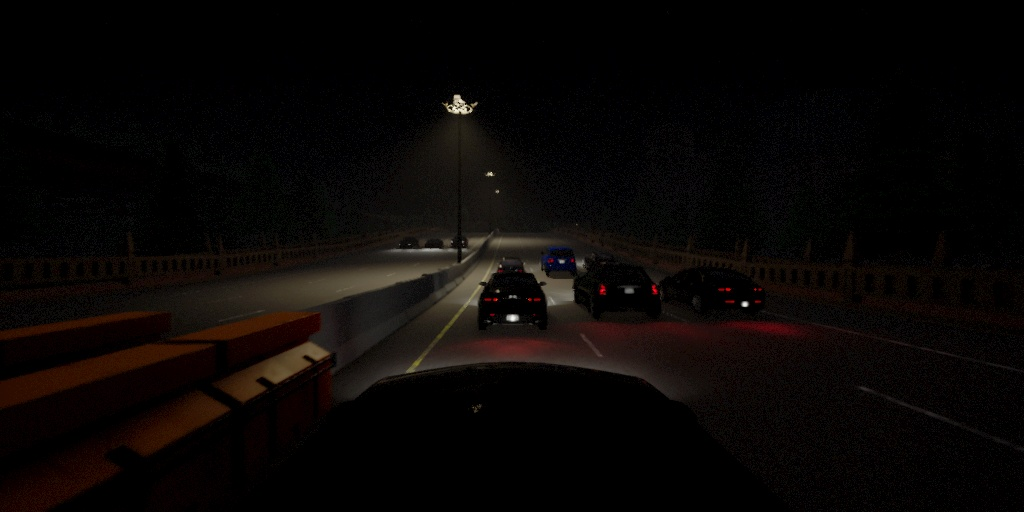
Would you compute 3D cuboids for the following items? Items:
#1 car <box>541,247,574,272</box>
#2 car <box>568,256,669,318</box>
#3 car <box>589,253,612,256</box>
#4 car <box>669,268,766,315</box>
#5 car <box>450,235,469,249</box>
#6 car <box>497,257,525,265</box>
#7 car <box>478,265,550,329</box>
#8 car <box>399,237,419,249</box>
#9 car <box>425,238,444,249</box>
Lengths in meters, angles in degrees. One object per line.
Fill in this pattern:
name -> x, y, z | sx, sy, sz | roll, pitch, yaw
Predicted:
car -> 3.442, 0.294, 27.042 | 2.150, 2.045, 5.566 | 0, 4, 0
car -> 3.525, 1.027, 12.881 | 2.097, 1.767, 4.553 | 0, 1, 0
car -> 6.940, 0.475, 28.268 | 2.128, 1.511, 4.902 | 0, 4, 0
car -> 7.025, 1.174, 13.230 | 1.837, 1.490, 4.892 | 0, 1, 0
car -> -7.332, -2.045, 50.096 | 2.097, 1.767, 4.553 | 0, 7, 0
car -> -0.067, 0.789, 24.352 | 2.033, 1.411, 5.357 | 0, 3, 0
car -> 0.023, 1.203, 11.044 | 1.837, 1.490, 4.892 | 0, 1, 0
car -> -14.329, -1.888, 50.021 | 1.837, 1.490, 4.892 | 0, 7, 0
car -> -10.831, -1.835, 50.098 | 1.994, 1.385, 4.181 | 0, 7, 0
